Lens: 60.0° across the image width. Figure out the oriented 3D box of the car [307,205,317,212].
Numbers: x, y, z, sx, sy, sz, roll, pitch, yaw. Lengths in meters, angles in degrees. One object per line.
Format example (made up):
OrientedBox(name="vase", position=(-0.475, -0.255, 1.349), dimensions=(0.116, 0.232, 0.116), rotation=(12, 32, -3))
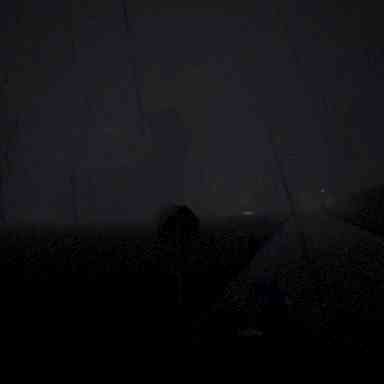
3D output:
OrientedBox(name="car", position=(29.666, 4.244, 81.818), dimensions=(1.895, 1.301, 4.718), rotation=(-4, -3, 18))
